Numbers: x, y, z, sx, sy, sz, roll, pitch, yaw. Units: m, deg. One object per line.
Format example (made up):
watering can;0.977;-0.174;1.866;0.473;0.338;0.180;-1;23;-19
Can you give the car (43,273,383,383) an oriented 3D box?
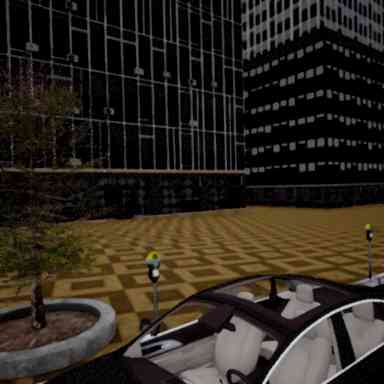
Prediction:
car;0.593;1.527;2.874;4.403;1.369;2.008;-1;-1;-36
